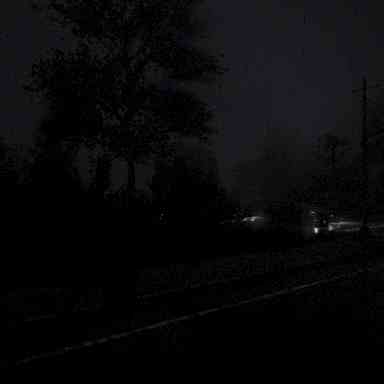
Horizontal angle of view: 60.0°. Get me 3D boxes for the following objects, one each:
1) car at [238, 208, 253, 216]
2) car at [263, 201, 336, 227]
[{"bbox_3d":[3.976,1.773,33.245,1.994,1.385,4.181,0,-1,-41],"label":"car"},{"bbox_3d":[7.353,1.429,23.671,2.097,1.767,4.553,0,-1,-38],"label":"car"}]
